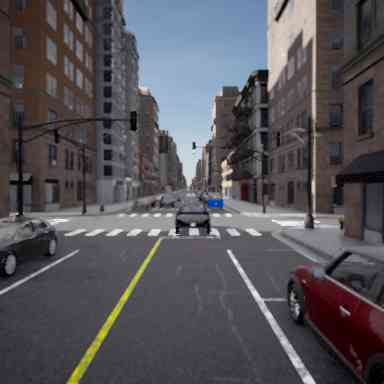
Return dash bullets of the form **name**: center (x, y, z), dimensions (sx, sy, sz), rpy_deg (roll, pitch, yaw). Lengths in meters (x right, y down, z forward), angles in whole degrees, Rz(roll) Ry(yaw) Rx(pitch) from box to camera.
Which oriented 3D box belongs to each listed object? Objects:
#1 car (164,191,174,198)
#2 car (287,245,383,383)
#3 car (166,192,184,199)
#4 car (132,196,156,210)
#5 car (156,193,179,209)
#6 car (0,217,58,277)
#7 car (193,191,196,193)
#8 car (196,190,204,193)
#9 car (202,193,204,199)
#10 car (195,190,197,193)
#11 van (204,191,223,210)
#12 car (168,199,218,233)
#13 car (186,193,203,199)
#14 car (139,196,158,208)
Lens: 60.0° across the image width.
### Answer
- **car**: center (-5.645, 0.612, 82.311), dimensions (2.192, 1.841, 5.009), rpy_deg (0, 1, 0)
- **car**: center (2.627, 1.402, 4.295), dimensions (1.967, 1.590, 4.097), rpy_deg (0, 0, 0)
- **car**: center (-2.972, 1.086, 57.055), dimensions (1.994, 1.385, 4.181), rpy_deg (0, 0, 0)
- **car**: center (-5.502, 1.246, 36.861), dimensions (2.008, 1.369, 4.403), rpy_deg (0, 0, 0)
- **car**: center (-2.965, 1.170, 40.289), dimensions (1.837, 1.490, 4.892), rpy_deg (0, 0, 0)
- **car**: center (-5.416, 1.471, 9.781), dimensions (2.008, 1.369, 4.403), rpy_deg (0, 0, 0)
- **car**: center (-0.242, 0.933, 77.461), dimensions (1.895, 1.301, 4.718), rpy_deg (0, 1, 0)
- **car**: center (2.434, 0.761, 65.299), dimensions (2.192, 1.841, 5.009), rpy_deg (0, 1, 0)
- **car**: center (2.488, 1.178, 48.257), dimensions (1.802, 1.307, 4.206), rpy_deg (0, 0, 0)
- **car**: center (2.398, 0.784, 76.661), dimensions (1.967, 1.590, 4.097), rpy_deg (0, 1, 0)
- **van**: center (2.523, 1.032, 36.893), dimensions (1.690, 1.788, 3.998), rpy_deg (0, 0, 0)
- **car**: center (0.039, 1.340, 18.386), dimensions (2.128, 1.511, 4.902), rpy_deg (0, 0, 0)
- **car**: center (-0.033, 1.192, 42.533), dimensions (2.033, 1.411, 5.357), rpy_deg (0, 0, 0)
- **car**: center (-5.519, 1.192, 42.542), dimensions (1.887, 1.381, 4.507), rpy_deg (0, 0, 0)
